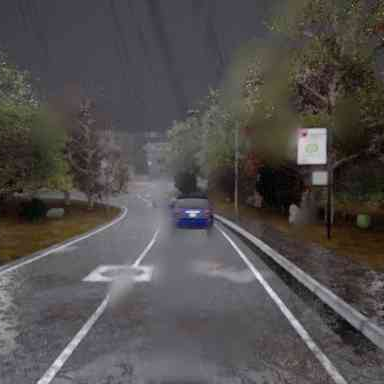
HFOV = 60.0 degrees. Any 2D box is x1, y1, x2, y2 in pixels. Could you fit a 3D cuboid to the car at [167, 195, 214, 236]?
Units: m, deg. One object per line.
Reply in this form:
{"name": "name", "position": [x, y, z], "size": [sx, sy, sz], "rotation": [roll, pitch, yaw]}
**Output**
{"name": "car", "position": [-0.052, 1.184, 18.402], "size": [2.150, 2.045, 5.566], "rotation": [0, 0, -2]}

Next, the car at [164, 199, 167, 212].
{"name": "car", "position": [-1.940, 1.157, 36.445], "size": [2.097, 1.767, 4.553], "rotation": [-1, 2, -9]}
